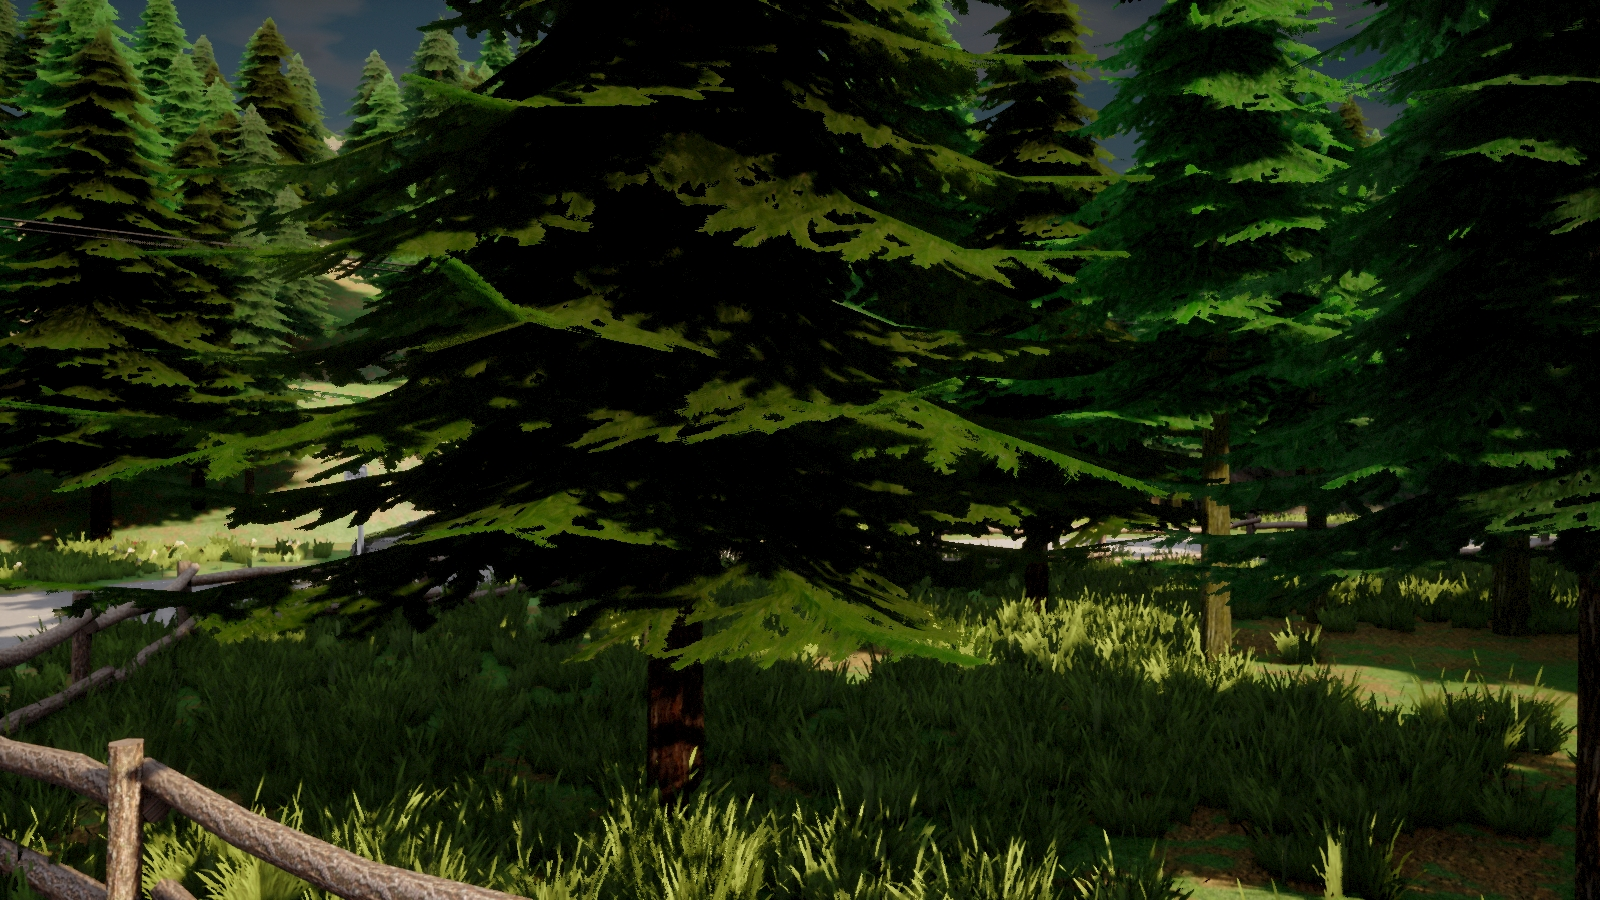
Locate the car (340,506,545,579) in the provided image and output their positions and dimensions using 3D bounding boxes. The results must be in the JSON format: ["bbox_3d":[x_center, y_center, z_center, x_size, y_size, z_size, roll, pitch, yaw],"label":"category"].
[{"bbox_3d":[-8.411,2.118,27.028,4.181,1.385,1.994,0,0,-40],"label":"car"}]
